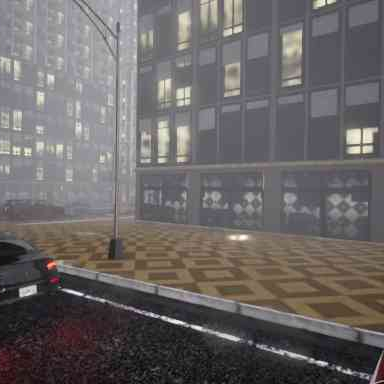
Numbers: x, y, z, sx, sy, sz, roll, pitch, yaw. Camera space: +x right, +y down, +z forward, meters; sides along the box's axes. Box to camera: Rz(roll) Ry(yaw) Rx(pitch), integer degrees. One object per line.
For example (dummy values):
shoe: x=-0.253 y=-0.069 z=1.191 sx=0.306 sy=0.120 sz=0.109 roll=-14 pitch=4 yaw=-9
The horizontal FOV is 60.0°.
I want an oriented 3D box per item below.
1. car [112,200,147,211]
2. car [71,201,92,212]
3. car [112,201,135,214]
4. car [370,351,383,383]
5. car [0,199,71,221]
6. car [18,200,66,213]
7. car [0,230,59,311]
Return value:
car: x=-8.587 y=1.856 z=46.027 sx=1.895 sy=1.301 sz=4.718 roll=1 pitch=0 yaw=36
car: x=-13.797 y=1.743 z=38.953 sx=1.994 sy=1.385 sz=4.181 roll=1 pitch=0 yaw=37
car: x=-6.994 y=1.829 z=38.448 sx=1.752 sy=1.417 sz=4.829 roll=1 pitch=0 yaw=36
car: x=3.219 y=1.353 z=1.393 sx=4.553 sy=1.767 sz=2.097 roll=0 pitch=0 yaw=35
car: x=-13.780 y=1.518 z=29.228 sx=2.192 sy=1.841 sz=5.009 roll=1 pitch=0 yaw=36
car: x=-17.290 y=1.641 z=38.599 sx=1.752 sy=1.417 sz=4.829 roll=1 pitch=0 yaw=36
car: x=-4.674 y=1.522 z=7.001 sx=4.674 sy=1.442 sz=1.812 roll=0 pitch=0 yaw=35
